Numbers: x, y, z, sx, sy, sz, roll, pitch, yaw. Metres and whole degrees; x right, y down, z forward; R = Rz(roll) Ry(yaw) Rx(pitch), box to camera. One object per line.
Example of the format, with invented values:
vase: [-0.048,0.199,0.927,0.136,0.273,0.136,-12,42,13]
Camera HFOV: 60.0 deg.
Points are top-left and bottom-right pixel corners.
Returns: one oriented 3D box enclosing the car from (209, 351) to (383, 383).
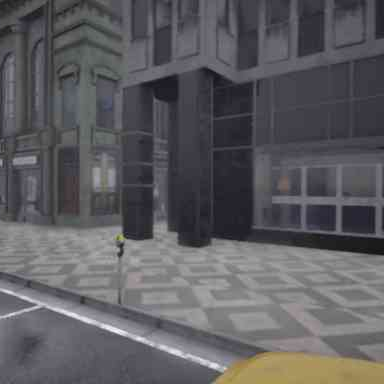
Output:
car: [2.060,1.529,1.491,4.829,1.417,1.752,0,0,36]
